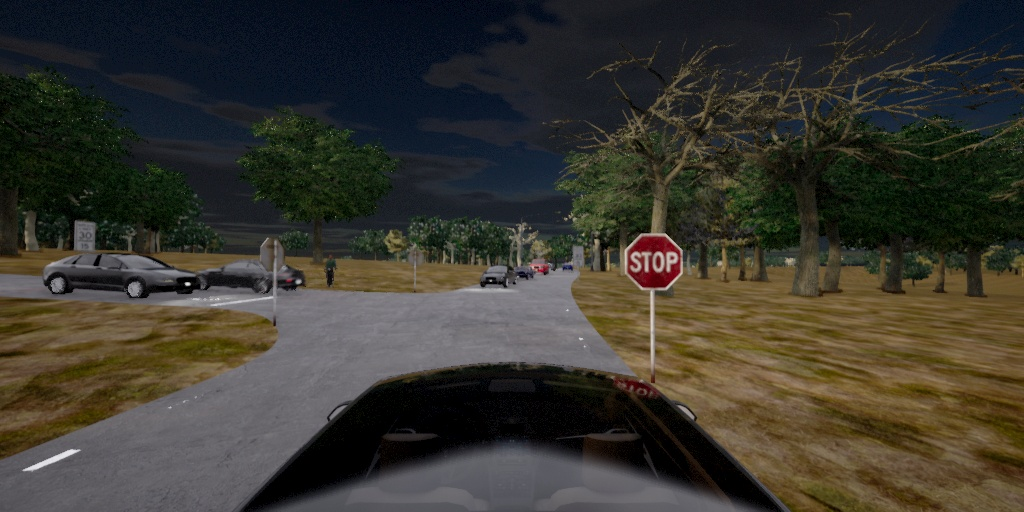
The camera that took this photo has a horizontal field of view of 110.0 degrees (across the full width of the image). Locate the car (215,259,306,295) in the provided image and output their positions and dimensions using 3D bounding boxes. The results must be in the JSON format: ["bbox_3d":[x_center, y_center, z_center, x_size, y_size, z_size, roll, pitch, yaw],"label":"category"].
[{"bbox_3d":[-11.689,0.867,16.072,4.674,1.442,1.812,2,-1,6],"label":"car"}]

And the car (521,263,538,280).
[{"bbox_3d":[1.025,1.638,35.211,1.895,1.301,4.718,0,-1,13],"label":"car"}]

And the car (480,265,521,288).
[{"bbox_3d":[-0.879,1.413,25.866,1.837,1.490,4.892,0,-1,12],"label":"car"}]

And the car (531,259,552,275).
[{"bbox_3d":[3.490,1.418,46.434,2.150,2.045,5.566,0,-1,12],"label":"car"}]

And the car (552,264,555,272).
[{"bbox_3d":[6.456,1.974,61.450,1.812,1.442,4.674,0,-1,10],"label":"car"}]

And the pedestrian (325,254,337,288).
[{"bbox_3d":[-9.810,0.783,19.359,0.375,1.860,0.375,0,-4,3],"label":"pedestrian"}]

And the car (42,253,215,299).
[{"bbox_3d":[-14.185,0.679,13.178,4.892,1.490,1.837,2,-1,4],"label":"car"}]
